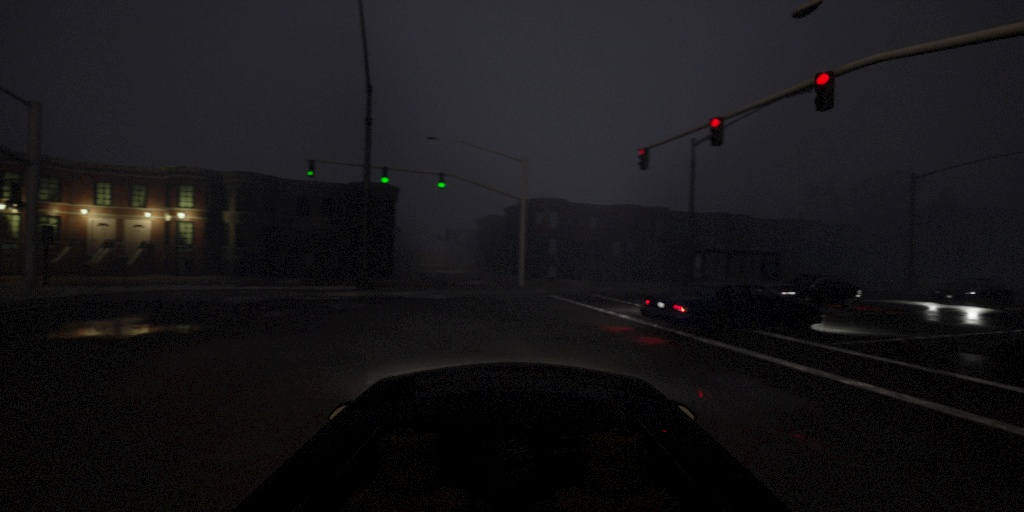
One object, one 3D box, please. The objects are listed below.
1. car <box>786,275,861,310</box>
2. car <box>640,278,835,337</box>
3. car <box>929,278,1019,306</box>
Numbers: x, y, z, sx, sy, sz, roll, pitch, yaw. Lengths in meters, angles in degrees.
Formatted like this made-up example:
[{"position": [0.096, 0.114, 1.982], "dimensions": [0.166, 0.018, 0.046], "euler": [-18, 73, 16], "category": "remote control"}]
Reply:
[{"position": [13.495, 1.608, 16.368], "dimensions": [4.902, 1.511, 2.128], "euler": [2, 0, -18], "category": "car"}, {"position": [6.541, 1.474, 10.703], "dimensions": [5.357, 1.411, 2.033], "euler": [2, 0, -17], "category": "car"}, {"position": [26.246, 1.993, 20.406], "dimensions": [4.674, 1.442, 1.812], "euler": [1, 0, -18], "category": "car"}]
